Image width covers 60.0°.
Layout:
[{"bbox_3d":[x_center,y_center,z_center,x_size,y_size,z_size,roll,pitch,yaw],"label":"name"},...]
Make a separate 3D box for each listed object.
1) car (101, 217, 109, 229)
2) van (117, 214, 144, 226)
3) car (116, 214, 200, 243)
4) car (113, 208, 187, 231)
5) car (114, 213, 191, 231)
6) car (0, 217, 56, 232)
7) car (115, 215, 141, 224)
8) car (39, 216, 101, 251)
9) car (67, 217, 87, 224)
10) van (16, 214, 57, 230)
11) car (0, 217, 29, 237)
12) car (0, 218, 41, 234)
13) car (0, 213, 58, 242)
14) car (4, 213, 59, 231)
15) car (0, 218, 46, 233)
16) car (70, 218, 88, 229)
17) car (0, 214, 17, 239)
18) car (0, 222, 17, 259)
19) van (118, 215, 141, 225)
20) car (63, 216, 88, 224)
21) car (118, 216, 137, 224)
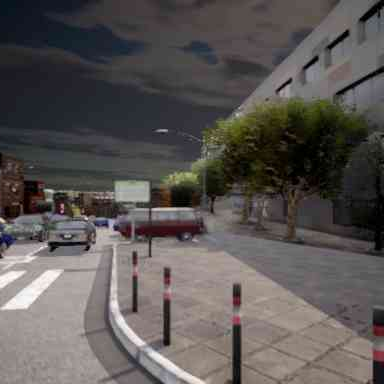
[{"bbox_3d":[-12.423,4.199,45.506,1.882,1.535,5.008,0,-4,-13],"label":"car"},{"bbox_3d":[-10.437,4.814,56.779,4.442,1.987,1.878,0,-4,-13],"label":"van"},{"bbox_3d":[-2.262,2.324,21.501,4.792,1.488,2.163,0,-4,-13],"label":"car"},{"bbox_3d":[-3.553,2.444,26.923,5.566,2.045,2.435,0,-4,-13],"label":"car"},{"bbox_3d":[-2.919,2.490,24.252,5.008,1.535,2.097,0,-4,-13],"label":"car"},{"bbox_3d":[-18.423,3.662,37.659,5.366,1.575,1.946,0,-4,-13],"label":"car"},{"bbox_3d":[-14.622,6.281,75.826,5.566,2.045,2.435,0,-4,-13],"label":"car"},{"bbox_3d":[-5.948,2.109,16.883,2.033,1.411,5.357,0,-3,-12],"label":"car"},{"bbox_3d":[-29.349,7.255,84.992,4.553,1.767,2.185,0,-4,-13],"label":"car"},{"bbox_3d":[-19.927,3.854,42.914,4.442,1.987,1.878,0,-4,-13],"label":"van"},{"bbox_3d":[-16.315,2.807,26.722,5.366,1.575,1.946,0,-4,-13],"label":"car"},{"bbox_3d":[-17.365,3.277,32.187,4.674,1.452,2.002,0,-4,-13],"label":"car"},{"bbox_3d":[-10.096,2.192,20.892,2.097,1.767,4.553,0,-4,-13],"label":"car"},{"bbox_3d":[-19.224,3.616,40.221,5.566,2.045,2.435,0,-4,-13],"label":"car"},{"bbox_3d":[-17.956,3.481,34.779,4.674,1.452,2.002,0,-4,-13],"label":"car"},{"bbox_3d":[-15.982,4.426,47.184,1.837,1.490,4.892,0,-5,-13],"label":"car"},{"bbox_3d":[-15.459,2.464,23.942,4.553,1.767,2.185,0,-4,-13],"label":"car"},{"bbox_3d":[-8.034,1.914,11.651,1.895,1.301,4.718,0,-3,-12],"label":"car"},{"bbox_3d":[-12.681,5.668,67.695,4.442,1.987,1.878,0,-4,-13],"label":"van"},{"bbox_3d":[-28.787,6.914,82.253,5.566,2.045,2.435,0,-4,-13],"label":"car"},{"bbox_3d":[-15.853,6.833,81.248,4.553,1.767,2.185,0,-4,-13],"label":"car"}]
